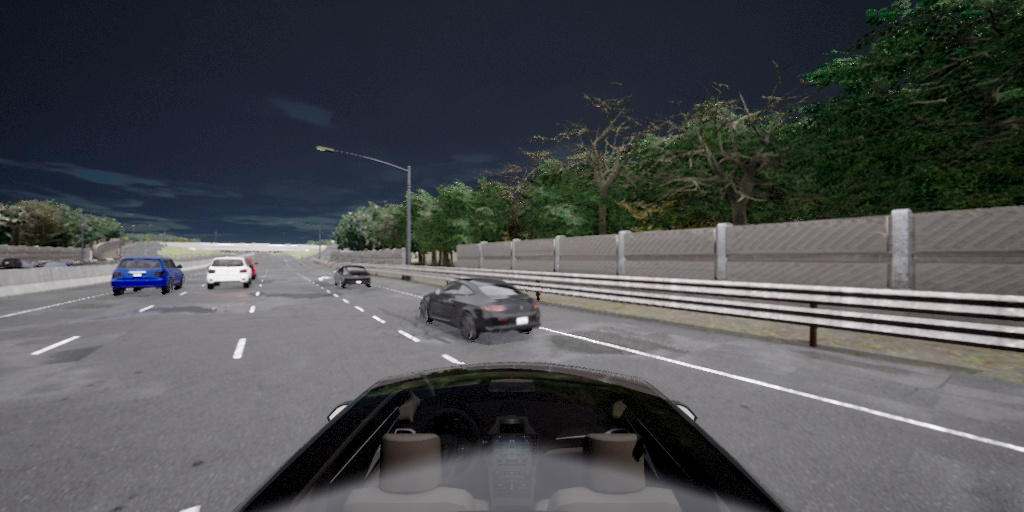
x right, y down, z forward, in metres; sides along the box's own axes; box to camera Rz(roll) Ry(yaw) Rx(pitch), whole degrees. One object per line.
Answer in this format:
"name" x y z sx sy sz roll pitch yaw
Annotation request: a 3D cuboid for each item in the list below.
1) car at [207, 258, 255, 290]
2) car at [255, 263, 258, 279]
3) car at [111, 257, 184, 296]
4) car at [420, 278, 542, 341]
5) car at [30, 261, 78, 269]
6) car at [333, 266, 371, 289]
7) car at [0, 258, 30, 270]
"car" -19.360 1.135 24.752 2.150 2.045 5.566 0 -1 -34
"car" -25.363 1.194 33.703 2.150 2.045 5.566 0 0 -34
"car" -20.920 1.104 20.797 2.150 2.045 5.566 0 -1 -34
"car" -1.052 1.341 10.158 1.812 1.442 4.674 0 -1 -34
"car" -50.932 1.472 40.230 1.882 1.535 5.008 0 0 -33
"car" -11.364 1.432 25.400 1.837 1.490 4.892 0 0 -34
"car" -52.697 1.188 36.552 2.150 2.045 5.566 0 0 -33
